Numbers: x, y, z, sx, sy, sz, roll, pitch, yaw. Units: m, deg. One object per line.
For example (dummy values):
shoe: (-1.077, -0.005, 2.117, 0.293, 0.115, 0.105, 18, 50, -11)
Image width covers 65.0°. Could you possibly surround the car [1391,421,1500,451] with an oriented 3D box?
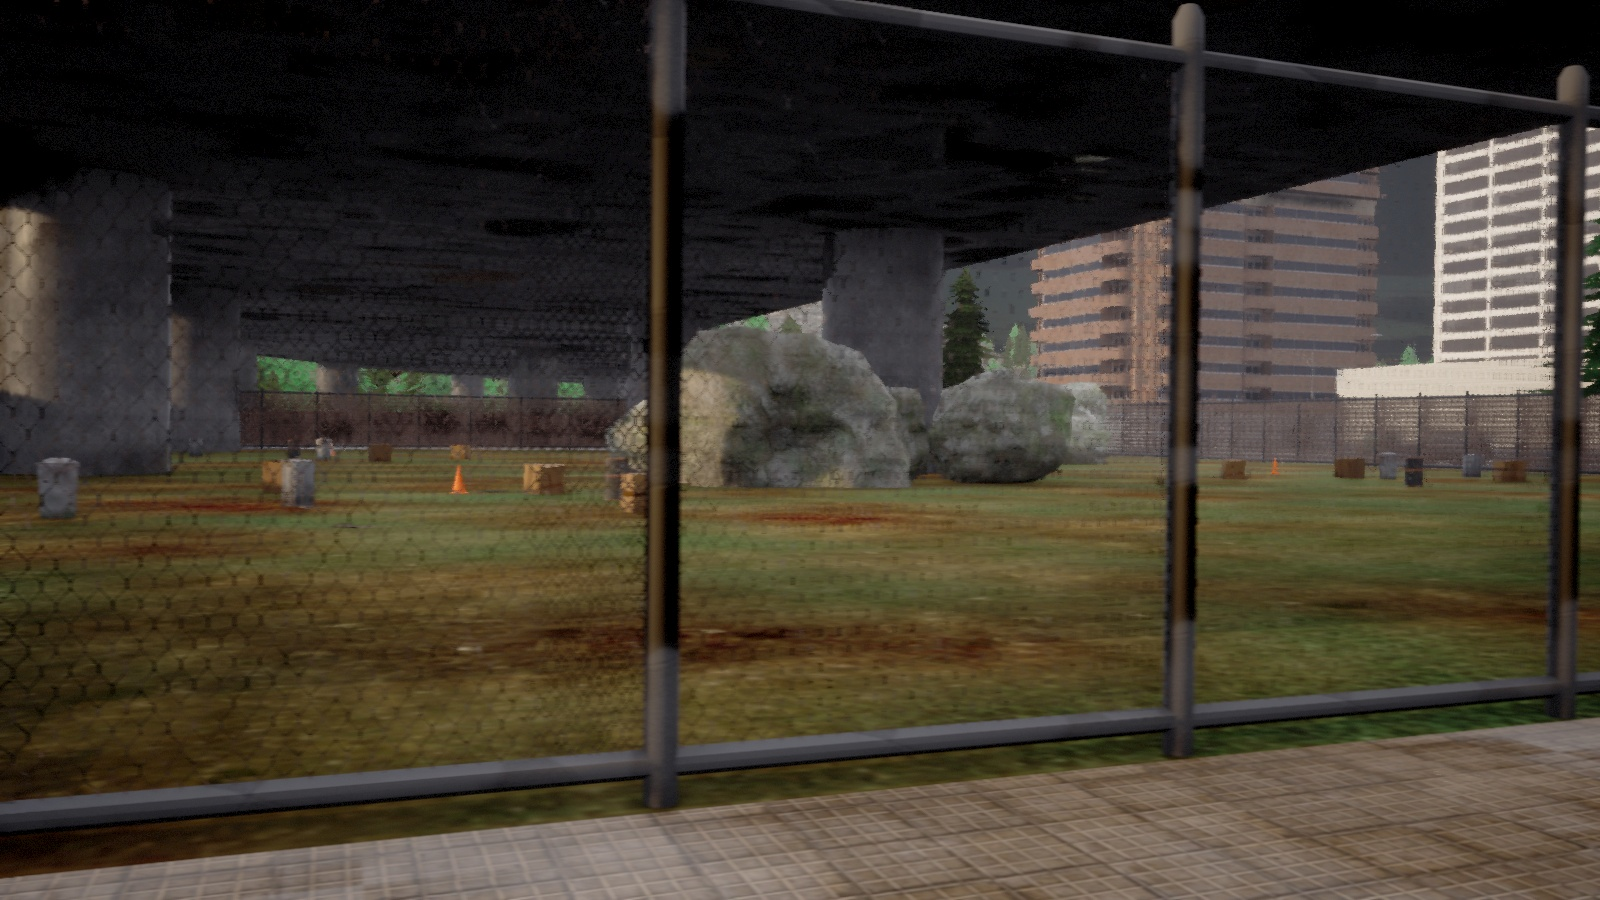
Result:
car: (33.604, -0.731, 65.539, 2.128, 1.511, 4.902, -1, 1, -21)
